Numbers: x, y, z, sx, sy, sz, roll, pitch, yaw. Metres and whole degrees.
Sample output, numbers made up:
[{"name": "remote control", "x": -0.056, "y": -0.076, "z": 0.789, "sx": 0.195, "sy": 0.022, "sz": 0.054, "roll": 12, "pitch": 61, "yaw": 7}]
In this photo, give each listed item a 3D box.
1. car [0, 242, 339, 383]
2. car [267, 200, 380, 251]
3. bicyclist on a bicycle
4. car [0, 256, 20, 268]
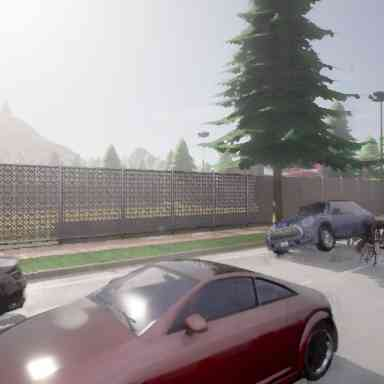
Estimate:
[{"name": "car", "x": -0.149, "y": 1.563, "z": 3.900, "sx": 4.181, "sy": 1.385, "sz": 1.994, "roll": 0, "pitch": 0, "yaw": -36}, {"name": "car", "x": 4.744, "y": 1.161, "z": 12.209, "sx": 4.553, "sy": 1.767, "sz": 2.097, "roll": 1, "pitch": -15, "yaw": -35}, {"name": "bicyclist on a bicycle", "x": 5.308, "y": 1.369, "z": 9.883, "sx": 0.582, "sy": 1.620, "sz": 1.656, "roll": 19, "pitch": 29, "yaw": -7}, {"name": "car", "x": -4.943, "y": 1.525, "z": 4.728, "sx": 4.674, "sy": 1.442, "sz": 1.812, "roll": 0, "pitch": 0, "yaw": -36}]
